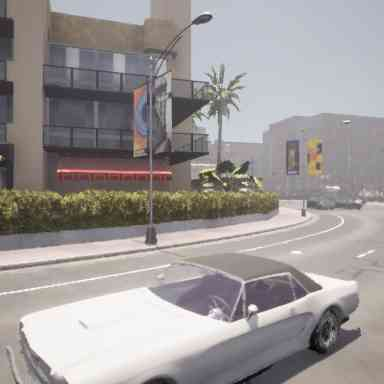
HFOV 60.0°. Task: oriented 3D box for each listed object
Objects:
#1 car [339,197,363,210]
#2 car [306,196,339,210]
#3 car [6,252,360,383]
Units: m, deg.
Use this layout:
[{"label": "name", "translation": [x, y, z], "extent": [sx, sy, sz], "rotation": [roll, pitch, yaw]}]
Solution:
[{"label": "car", "translation": [20.060, 1.666, 43.216], "extent": [1.895, 1.301, 4.718], "rotation": [0, 0, -4]}, {"label": "car", "translation": [16.564, 1.371, 43.027], "extent": [2.097, 1.767, 4.553], "rotation": [0, 0, -4]}, {"label": "car", "translation": [0.270, 1.601, 4.451], "extent": [4.718, 1.301, 1.895], "rotation": [0, 0, -39]}]
